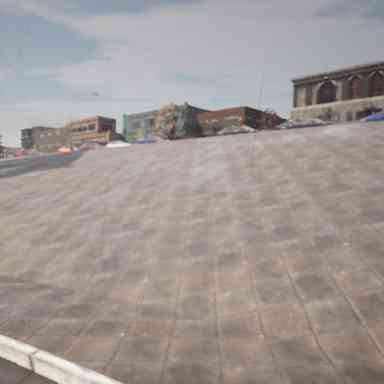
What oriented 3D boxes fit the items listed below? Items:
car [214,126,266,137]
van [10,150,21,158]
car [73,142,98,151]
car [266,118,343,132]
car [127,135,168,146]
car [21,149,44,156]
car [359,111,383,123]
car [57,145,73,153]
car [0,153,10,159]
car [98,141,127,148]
[{"bbox_3d":[3.998,-4.561,26.744,4.892,1.521,2.231,2,2,42],"label":"car"},{"bbox_3d":[-28.594,-6.154,56.331,4.442,1.987,1.878,2,1,42],"label":"van"},{"bbox_3d":[-12.362,-5.395,41.596,4.553,1.767,2.185,2,2,42],"label":"car"},{"bbox_3d":[8.088,-4.371,23.042,4.892,1.521,2.231,3,2,42],"label":"car"},{"bbox_3d":[-4.096,-5.039,34.092,4.553,1.767,2.185,2,2,42],"label":"car"},{"bbox_3d":[-24.604,-5.772,52.709,4.892,1.521,2.231,2,2,42],"label":"car"},{"bbox_3d":[12.267,-4.123,19.401,4.674,1.452,2.002,3,2,41],"label":"car"},{"bbox_3d":[-16.448,-5.567,45.305,4.553,1.767,2.185,2,2,42],"label":"car"},{"bbox_3d":[-32.775,-6.045,60.128,4.674,1.452,2.002,2,1,42],"label":"car"},{"bbox_3d":[-8.165,-5.048,37.786,4.674,1.452,2.002,2,2,42],"label":"car"}]
